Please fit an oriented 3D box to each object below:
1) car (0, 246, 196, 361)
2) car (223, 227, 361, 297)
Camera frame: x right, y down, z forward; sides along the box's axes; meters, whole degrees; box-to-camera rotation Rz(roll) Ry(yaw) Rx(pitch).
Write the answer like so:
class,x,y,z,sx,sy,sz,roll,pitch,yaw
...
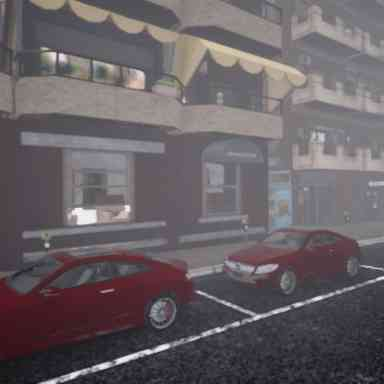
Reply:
class,x,y,z,sx,sy,sz,roll,pitch,yaw
car,-1.865,1.580,5.241,4.206,1.307,1.802,0,-1,-35
car,2.696,1.571,8.493,4.206,1.307,1.802,0,-1,-35
